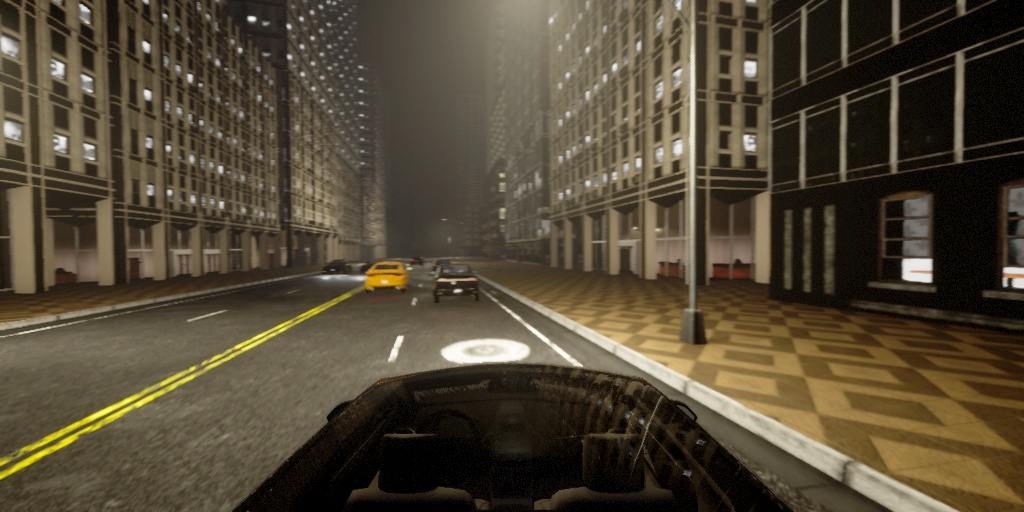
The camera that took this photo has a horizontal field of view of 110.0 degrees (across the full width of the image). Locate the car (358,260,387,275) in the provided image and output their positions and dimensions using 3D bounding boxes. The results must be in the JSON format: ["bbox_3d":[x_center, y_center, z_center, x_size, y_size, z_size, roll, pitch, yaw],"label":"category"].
[{"bbox_3d":[-13.477,1.069,34.949,1.895,1.301,4.718,-1,1,-12],"label":"car"}]

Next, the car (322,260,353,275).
[{"bbox_3d":[-16.691,1.069,34.482,1.994,1.385,4.181,-1,1,-12],"label":"car"}]

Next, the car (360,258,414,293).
[{"bbox_3d":[-6.581,1.064,19.428,1.882,1.535,5.008,-1,1,-12],"label":"car"}]

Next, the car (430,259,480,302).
[{"bbox_3d":[-2.544,1.084,15.926,2.128,1.511,4.902,-1,1,-12],"label":"car"}]

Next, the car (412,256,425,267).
[{"bbox_3d":[-13.444,0.789,50.945,1.837,1.490,4.892,-1,0,-12],"label":"car"}]
